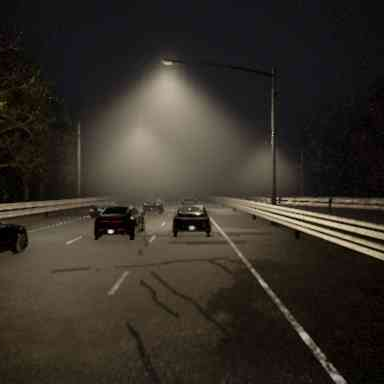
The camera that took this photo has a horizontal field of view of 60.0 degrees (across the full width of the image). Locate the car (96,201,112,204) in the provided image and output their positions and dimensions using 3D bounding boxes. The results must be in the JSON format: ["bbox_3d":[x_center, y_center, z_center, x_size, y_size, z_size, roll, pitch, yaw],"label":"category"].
[{"bbox_3d":[-7.190,1.439,28.169,2.033,1.411,5.357,0,0,-1],"label":"car"}]

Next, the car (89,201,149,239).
[{"bbox_3d":[-3.516,1.435,16.690,1.837,1.490,4.892,0,0,-1],"label":"car"}]

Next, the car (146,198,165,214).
[{"bbox_3d":[-3.804,1.366,33.430,2.128,1.511,4.902,0,0,-1],"label":"car"}]

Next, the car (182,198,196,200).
[{"bbox_3d":[-0.306,1.378,33.569,1.837,1.490,4.892,0,0,-1],"label":"car"}]

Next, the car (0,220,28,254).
[{"bbox_3d":[-6.959,1.445,10.334,2.128,1.511,4.902,0,0,0],"label":"car"}]

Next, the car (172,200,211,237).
[{"bbox_3d":[-0.028,1.417,17.668,2.128,1.511,4.902,0,0,-1],"label":"car"}]
